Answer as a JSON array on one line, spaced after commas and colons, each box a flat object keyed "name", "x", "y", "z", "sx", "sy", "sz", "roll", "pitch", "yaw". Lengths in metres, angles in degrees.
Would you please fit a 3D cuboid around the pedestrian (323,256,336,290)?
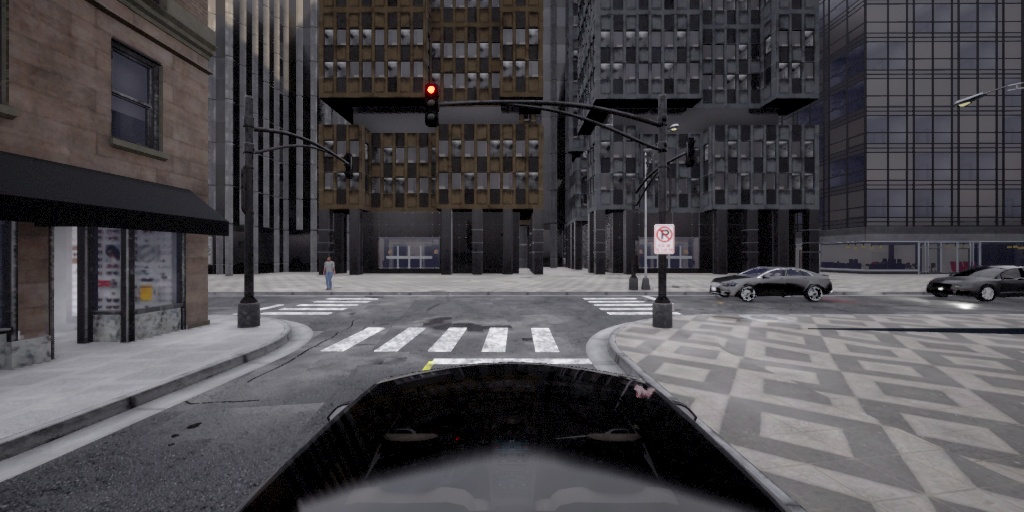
[{"name": "pedestrian", "x": -9.929, "y": 0.902, "z": 19.476, "sx": 0.375, "sy": 1.860, "sz": 0.375, "roll": 0, "pitch": 0, "yaw": 0}]

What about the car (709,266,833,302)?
[{"name": "car", "x": 11.634, "y": 1.223, "z": 16.297, "sx": 4.902, "sy": 1.511, "sz": 2.128, "roll": 0, "pitch": 0, "yaw": 0}]

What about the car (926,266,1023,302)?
[{"name": "car", "x": 21.844, "y": 1.221, "z": 16.225, "sx": 4.892, "sy": 1.490, "sz": 1.837, "roll": 0, "pitch": 0, "yaw": 0}]
